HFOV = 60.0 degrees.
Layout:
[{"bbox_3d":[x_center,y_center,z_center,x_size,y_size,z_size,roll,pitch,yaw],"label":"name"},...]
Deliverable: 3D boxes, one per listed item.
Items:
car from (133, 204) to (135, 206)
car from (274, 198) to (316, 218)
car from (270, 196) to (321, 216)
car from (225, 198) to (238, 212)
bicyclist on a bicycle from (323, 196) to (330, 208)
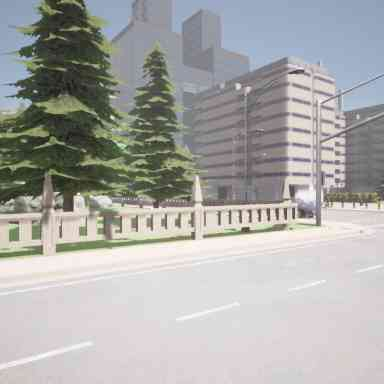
[{"bbox_3d":[-8.094,1.492,53.930,2.128,1.511,4.902,0,0,-35],"label":"car"},{"bbox_3d":[8.915,1.505,29.969,1.837,1.490,4.892,0,0,-35],"label":"car"},{"bbox_3d":[10.453,1.352,33.844,2.097,1.767,4.553,0,0,-35],"label":"car"},{"bbox_3d":[5.131,1.478,41.319,1.882,1.535,5.008,0,0,-35],"label":"car"},{"bbox_3d":[17.409,1.302,43.008,1.656,1.620,0.582,0,0,-35],"label":"bicyclist on a bicycle"}]
